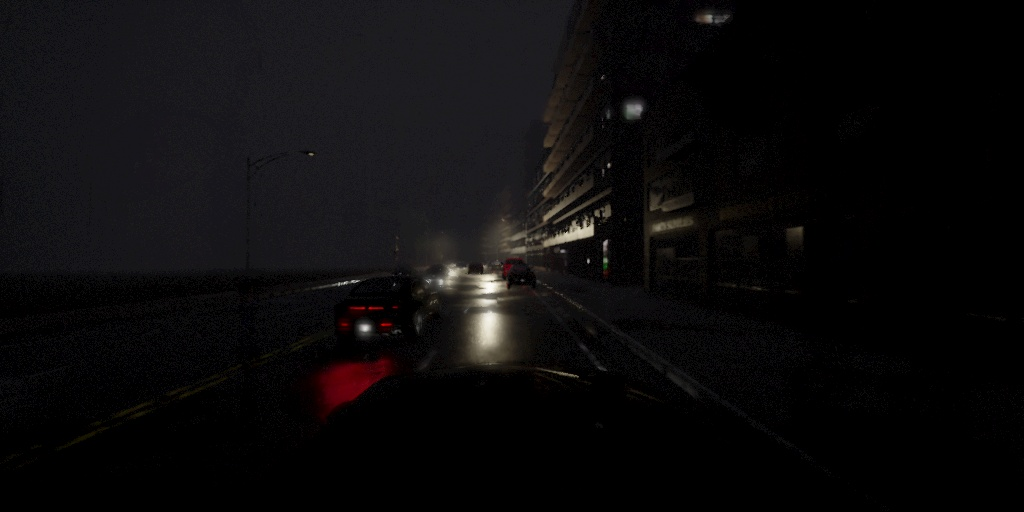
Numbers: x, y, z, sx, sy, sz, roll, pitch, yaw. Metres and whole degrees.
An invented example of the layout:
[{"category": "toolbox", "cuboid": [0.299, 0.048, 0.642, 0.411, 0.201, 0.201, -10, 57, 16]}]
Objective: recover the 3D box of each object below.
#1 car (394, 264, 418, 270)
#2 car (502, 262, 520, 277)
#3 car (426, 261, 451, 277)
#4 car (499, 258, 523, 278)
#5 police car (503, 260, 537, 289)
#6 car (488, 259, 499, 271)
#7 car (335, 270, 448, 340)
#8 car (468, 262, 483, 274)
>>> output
[{"category": "car", "cuboid": [-10.776, 1.549, 36.321, 1.994, 1.385, 4.181, 0, 0, -3]}, {"category": "car", "cuboid": [-0.191, 1.459, 41.008, 1.801, 1.575, 5.366, 0, 0, -3]}, {"category": "car", "cuboid": [-7.524, 1.530, 36.459, 2.033, 1.411, 5.357, 0, 0, -3]}, {"category": "car", "cuboid": [0.147, 1.188, 34.806, 2.150, 2.045, 5.566, 0, 0, -3]}, {"category": "police car", "cuboid": [0.570, 1.322, 24.806, 1.930, 1.638, 5.238, 0, 0, -2]}, {"category": "car", "cuboid": [-2.450, 1.619, 58.757, 2.128, 1.511, 4.902, 0, 0, -5]}, {"category": "car", "cuboid": [-3.217, 1.313, 10.199, 1.837, 1.490, 4.892, 0, 0, -1]}, {"category": "car", "cuboid": [-4.763, 1.531, 47.681, 1.882, 1.535, 5.008, 0, 0, -4]}]
